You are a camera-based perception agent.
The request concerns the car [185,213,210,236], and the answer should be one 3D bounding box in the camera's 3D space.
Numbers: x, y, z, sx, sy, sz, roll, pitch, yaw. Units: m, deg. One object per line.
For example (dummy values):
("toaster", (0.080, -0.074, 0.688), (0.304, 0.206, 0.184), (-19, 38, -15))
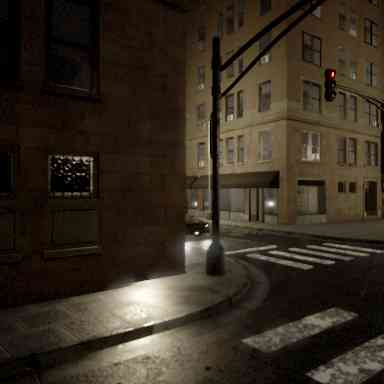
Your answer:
("car", (-1.315, 1.531, 17.737), (2.033, 1.411, 5.357), (0, 0, -36))
